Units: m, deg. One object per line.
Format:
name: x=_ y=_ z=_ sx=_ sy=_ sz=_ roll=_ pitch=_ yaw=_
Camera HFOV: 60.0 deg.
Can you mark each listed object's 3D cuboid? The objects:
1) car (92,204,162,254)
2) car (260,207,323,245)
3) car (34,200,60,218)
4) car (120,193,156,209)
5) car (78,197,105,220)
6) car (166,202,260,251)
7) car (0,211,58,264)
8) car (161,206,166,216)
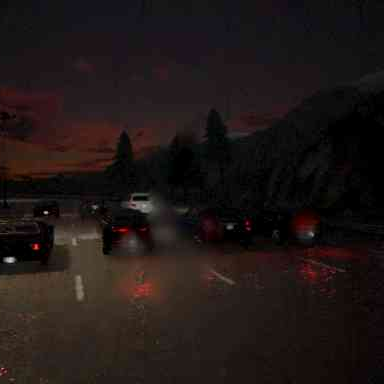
car: x=-2.810 y=1.448 z=13.418 sx=1.837 sy=1.490 sz=4.892 roll=0 pitch=0 yaw=-20
car: x=3.889 y=1.451 z=15.485 sx=1.837 sy=1.490 sz=4.892 roll=0 pitch=-1 yaw=-20
car: x=-12.082 y=1.397 z=27.670 sx=1.812 sy=1.442 sz=4.674 roll=0 pitch=0 yaw=-22
car: x=-4.651 y=1.109 z=27.995 sx=2.150 sy=2.045 sz=5.566 roll=0 pitch=1 yaw=-21
car: x=-8.215 y=1.231 z=27.447 sx=2.097 sy=1.767 sz=4.553 roll=0 pitch=0 yaw=-22
car: x=0.651 y=1.300 z=14.143 sx=2.097 sy=1.767 sz=4.553 roll=0 pitch=0 yaw=-20
car: x=-5.712 y=1.547 z=11.163 sx=1.895 sy=1.301 sz=4.718 roll=0 pitch=0 yaw=-20
car: x=-1.226 y=1.489 z=28.847 sx=1.895 sy=1.301 sz=4.718 roll=0 pitch=0 yaw=-21
